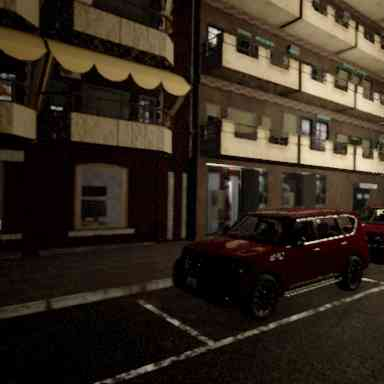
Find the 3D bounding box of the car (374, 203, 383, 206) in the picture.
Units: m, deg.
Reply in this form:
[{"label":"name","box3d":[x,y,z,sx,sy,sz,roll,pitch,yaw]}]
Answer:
[{"label":"car","box3d":[6.546,1.320,10.737,5.009,1.841,2.192,0,1,-35]}]

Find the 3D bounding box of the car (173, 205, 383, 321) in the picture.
[{"label":"car","box3d":[2.043,1.318,7.527,5.009,1.841,2.192,0,1,-35]}]
